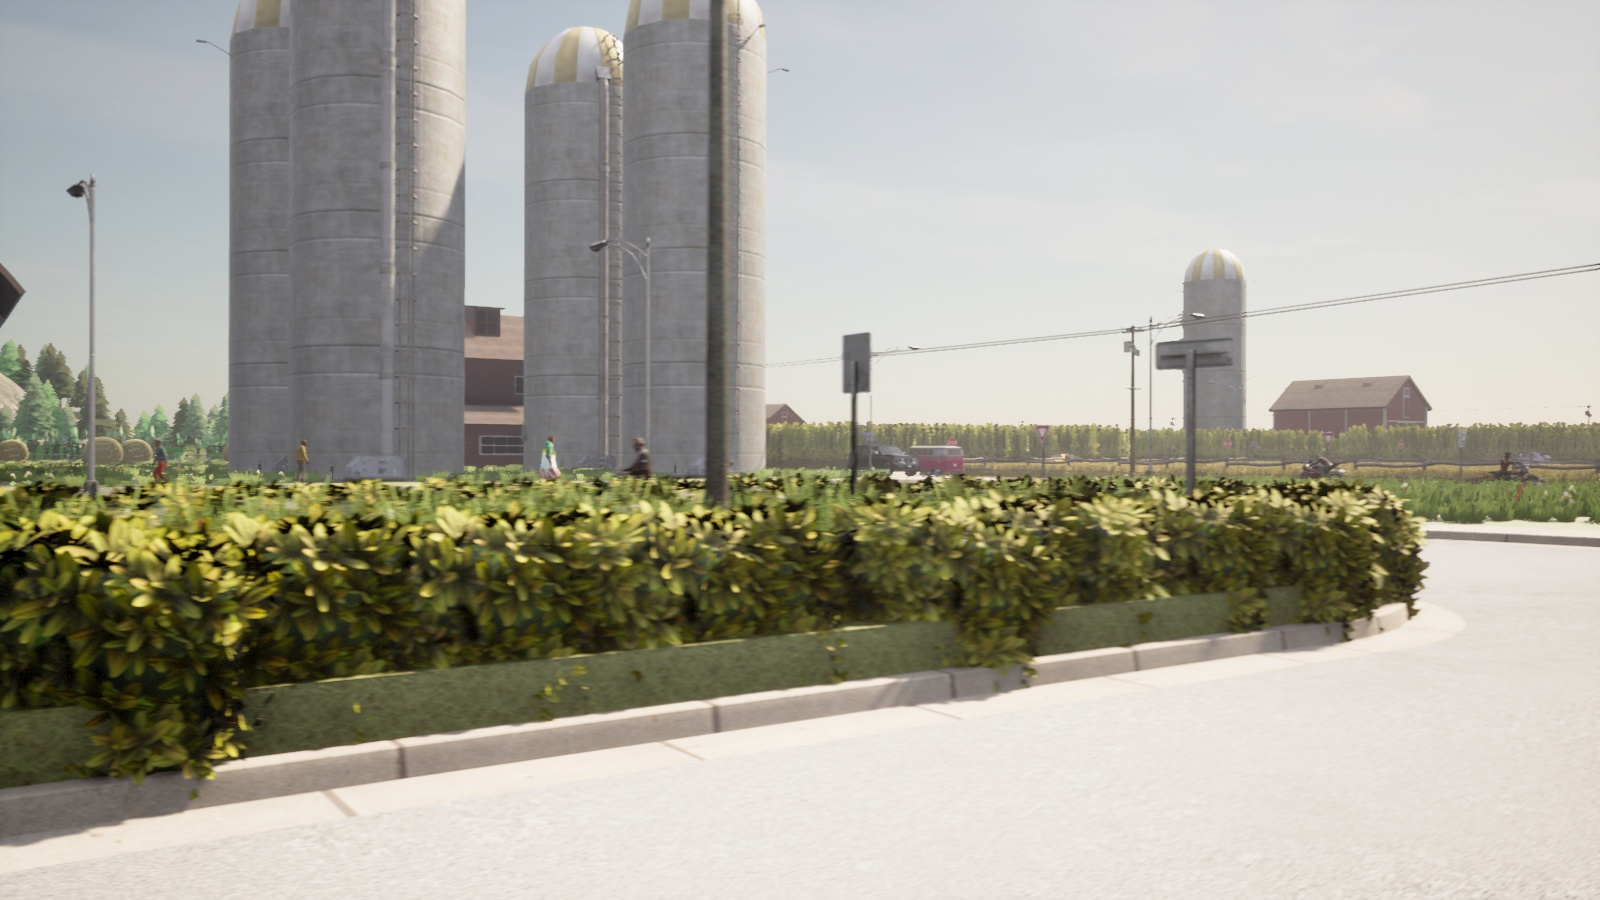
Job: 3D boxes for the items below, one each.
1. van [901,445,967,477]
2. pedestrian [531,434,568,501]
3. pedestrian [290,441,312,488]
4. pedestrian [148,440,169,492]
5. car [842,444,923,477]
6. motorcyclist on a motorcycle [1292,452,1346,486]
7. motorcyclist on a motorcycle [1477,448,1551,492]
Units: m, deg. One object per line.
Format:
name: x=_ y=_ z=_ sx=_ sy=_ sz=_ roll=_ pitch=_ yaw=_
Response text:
van: x=8.589 y=0.678 z=80.954 sx=1.775 sy=1.987 sz=4.442 roll=0 pitch=0 yaw=-35
pedestrian: x=-7.378 y=0.506 z=36.946 sx=0.873 sy=1.952 sz=0.659 roll=0 pitch=0 yaw=-36
pedestrian: x=-19.493 y=0.561 z=49.074 sx=0.726 sy=1.835 sz=0.370 roll=0 pitch=0 yaw=-37
pedestrian: x=-22.864 y=0.558 z=44.757 sx=0.614 sy=1.847 sz=0.353 roll=0 pitch=0 yaw=-39
car: x=5.194 y=0.650 z=79.758 sx=2.150 sy=2.045 sz=5.566 roll=0 pitch=0 yaw=-34
motorcyclist on a motorcycle: x=24.167 y=0.872 z=58.466 sx=0.866 sy=1.530 sz=2.191 roll=0 pitch=0 yaw=-35
motorcyclist on a motorcycle: x=27.232 y=0.755 z=47.927 sx=0.766 sy=1.649 sz=2.350 roll=0 pitch=0 yaw=-35
